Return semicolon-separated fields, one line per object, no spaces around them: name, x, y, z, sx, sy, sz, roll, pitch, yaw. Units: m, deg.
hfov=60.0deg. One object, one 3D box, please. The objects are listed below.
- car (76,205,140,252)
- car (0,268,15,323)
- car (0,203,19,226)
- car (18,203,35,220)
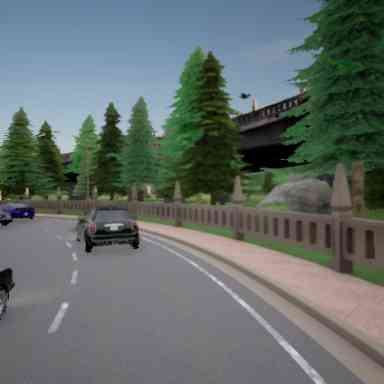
car;-3.813;1.401;14.526;2.097;1.767;4.553;-1;0;-24
car;-3.999;1.645;4.144;1.895;1.301;4.718;-1;0;-8
car;-14.651;1.714;23.694;5.357;1.411;2.033;-1;0;41
car;-15.414;1.656;28.541;5.008;1.535;1.882;-1;0;38
